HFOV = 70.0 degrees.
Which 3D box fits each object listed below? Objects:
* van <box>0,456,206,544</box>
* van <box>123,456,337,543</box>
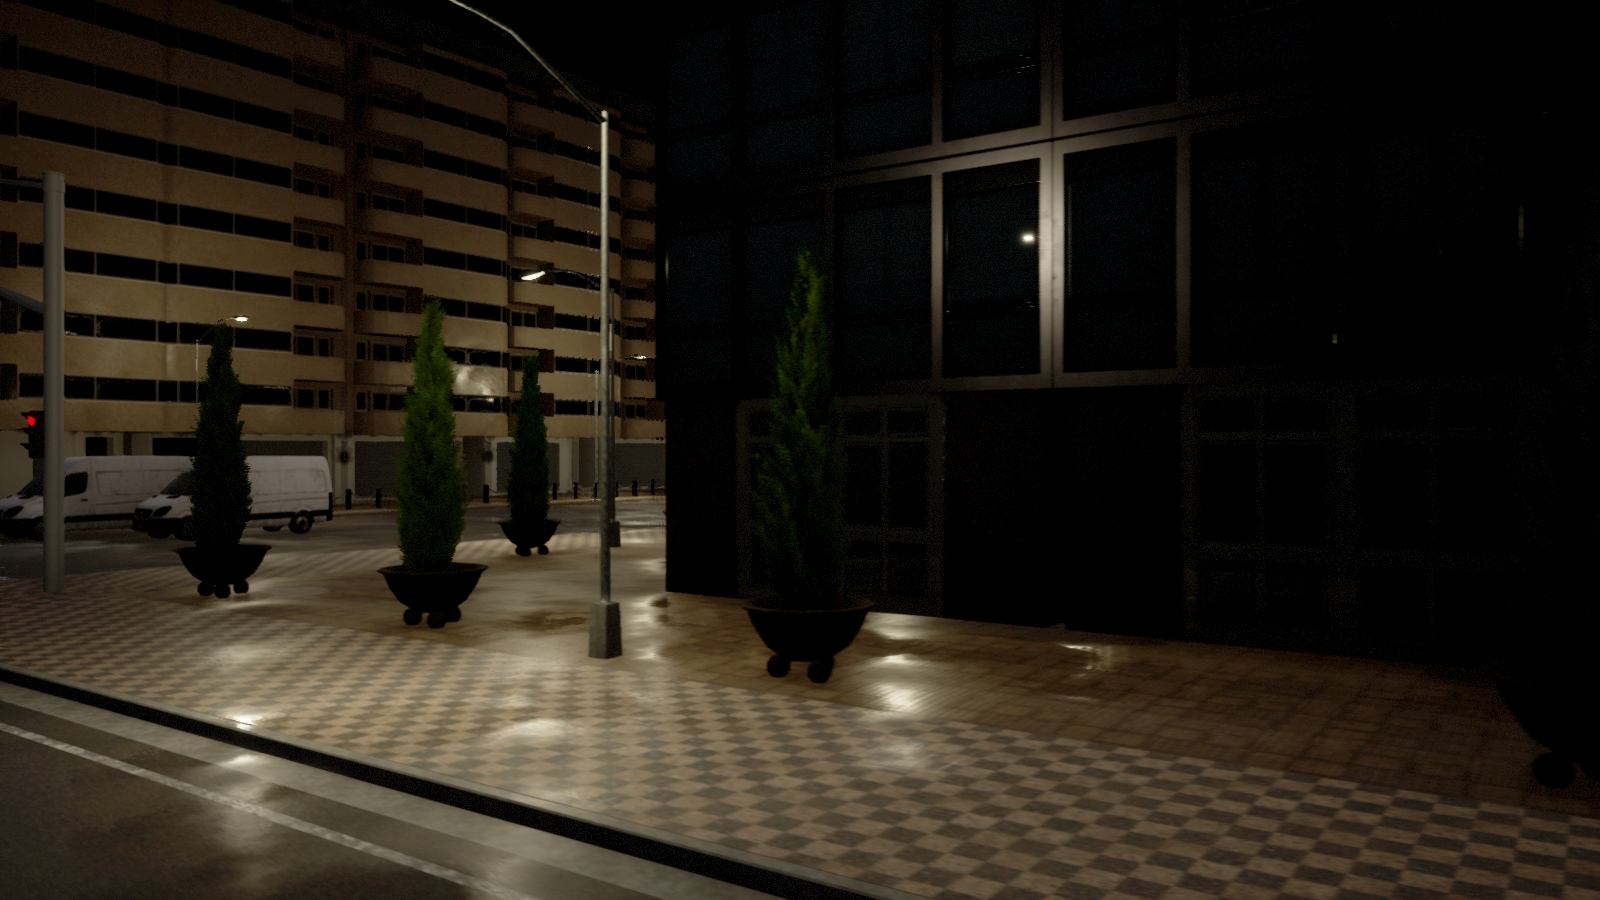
[{"bbox_3d":[-22.464,1.475,36.546,1.988,2.561,5.915,0,0,35],"label":"van"},{"bbox_3d":[-18.118,1.475,36.672,1.988,2.561,5.915,0,0,35],"label":"van"}]
